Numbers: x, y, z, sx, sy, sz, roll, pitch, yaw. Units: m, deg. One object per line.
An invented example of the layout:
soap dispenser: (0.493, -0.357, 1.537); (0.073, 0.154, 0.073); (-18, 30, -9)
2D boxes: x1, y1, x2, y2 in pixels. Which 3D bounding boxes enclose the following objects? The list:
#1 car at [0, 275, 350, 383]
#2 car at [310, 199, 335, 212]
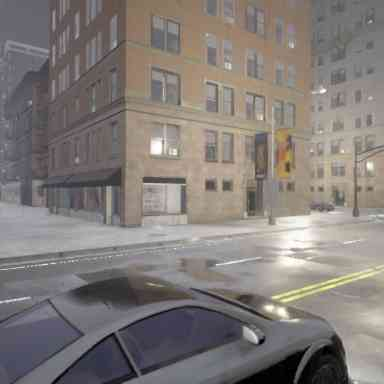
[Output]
car: (-0.331, 1.564, 3.204); (4.181, 1.385, 1.994); (0, 0, -37)
car: (14.081, 1.553, 38.148); (1.994, 1.385, 4.181); (0, 0, -36)
